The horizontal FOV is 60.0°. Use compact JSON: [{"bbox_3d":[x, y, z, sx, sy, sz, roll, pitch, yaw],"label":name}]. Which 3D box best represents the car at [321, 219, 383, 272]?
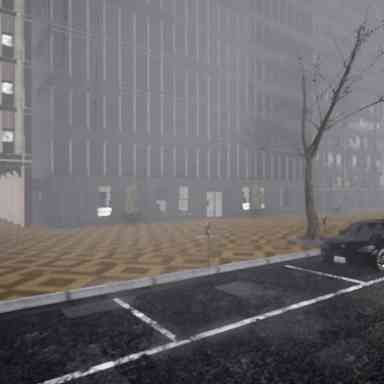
[{"bbox_3d":[6.042,1.579,10.870,4.313,1.339,1.947,0,0,-35],"label":"car"}]
